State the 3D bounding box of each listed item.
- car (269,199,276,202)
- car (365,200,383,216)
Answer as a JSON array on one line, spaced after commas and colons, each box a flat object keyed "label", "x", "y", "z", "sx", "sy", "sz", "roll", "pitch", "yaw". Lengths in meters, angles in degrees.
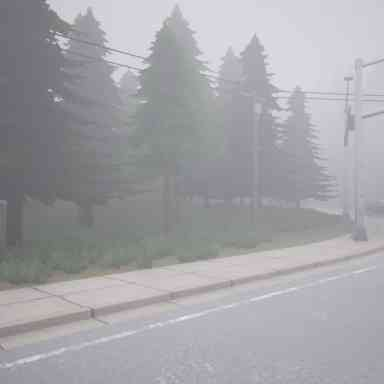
[{"label": "car", "x": 12.805, "y": 1.505, "z": 46.028, "sx": 1.837, "sy": 1.490, "sz": 4.892, "roll": 0, "pitch": 0, "yaw": -33}, {"label": "car", "x": 17.172, "y": 1.505, "z": 29.370, "sx": 1.837, "sy": 1.490, "sz": 4.892, "roll": 0, "pitch": 0, "yaw": 1}]
